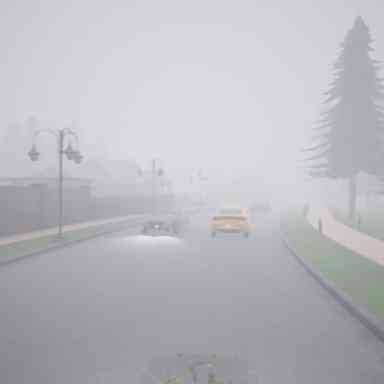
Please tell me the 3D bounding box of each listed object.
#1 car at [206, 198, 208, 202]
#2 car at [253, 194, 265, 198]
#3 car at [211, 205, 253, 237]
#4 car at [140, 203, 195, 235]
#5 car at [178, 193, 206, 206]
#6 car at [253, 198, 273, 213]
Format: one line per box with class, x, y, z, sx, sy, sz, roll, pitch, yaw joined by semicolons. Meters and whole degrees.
car;0.209;1.169;53.521;4.605;1.855;1.932;0;0;20
car;11.575;1.158;57.279;1.837;1.490;4.892;0;0;20
car;2.245;1.485;18.448;1.882;1.535;5.008;0;0;11
car;-1.403;1.556;18.896;1.994;1.385;4.181;0;0;12
car;-0.299;1.169;51.028;3.866;1.878;1.905;0;0;20
car;7.767;1.630;36.695;1.895;1.301;4.718;0;0;20
